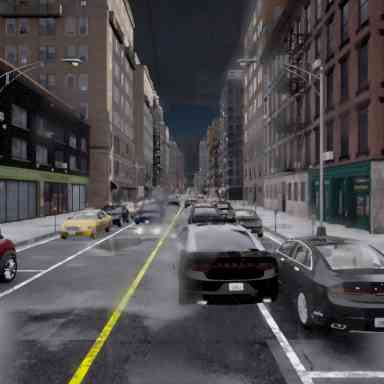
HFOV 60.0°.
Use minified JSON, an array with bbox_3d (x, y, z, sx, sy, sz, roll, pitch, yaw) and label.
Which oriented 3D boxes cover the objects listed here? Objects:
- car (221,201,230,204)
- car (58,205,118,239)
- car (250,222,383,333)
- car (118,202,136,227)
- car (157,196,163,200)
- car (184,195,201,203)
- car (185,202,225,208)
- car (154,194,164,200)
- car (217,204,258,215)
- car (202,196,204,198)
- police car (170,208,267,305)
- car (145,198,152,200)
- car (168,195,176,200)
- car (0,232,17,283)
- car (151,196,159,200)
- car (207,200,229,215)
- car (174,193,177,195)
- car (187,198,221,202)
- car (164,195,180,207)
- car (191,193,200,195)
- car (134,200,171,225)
[{"bbox_3d":[2.598,1.563,28.381,1.947,1.339,4.313,0,0,0],"label":"car"},{"bbox_3d":[-5.411,1.524,17.384,1.752,1.417,4.829,0,0,0],"label":"car"},{"bbox_3d":[2.629,1.550,6.731,2.008,1.369,4.403,0,0,0],"label":"car"},{"bbox_3d":[-5.419,1.564,22.966,1.947,1.339,4.313,0,0,0],"label":"car"},{"bbox_3d":[-5.450,1.541,44.618,2.008,1.369,4.403,0,0,0],"label":"car"},{"bbox_3d":[-0.045,1.494,45.736,1.837,1.490,4.892,0,0,1],"label":"car"},{"bbox_3d":[0.691,1.503,18.258,1.837,1.490,4.892,0,0,0],"label":"car"},{"bbox_3d":[-5.466,1.297,55.443,2.192,1.841,5.009,0,0,0],"label":"car"},{"bbox_3d":[2.614,1.549,17.556,2.008,1.369,4.403,0,0,0],"label":"car"},{"bbox_3d":[2.574,1.515,44.790,1.752,1.417,4.829,0,0,0],"label":"car"},{"bbox_3d":[0.512,1.424,8.289,1.930,1.638,5.238,0,0,-6],"label":"police car"},{"bbox_3d":[-5.435,1.578,33.792,1.802,1.307,4.206,0,0,0],"label":"car"},{"bbox_3d":[-5.520,1.477,92.644,1.752,1.417,4.829,0,0,0],"label":"car"},{"bbox_3d":[-5.396,1.440,6.728,1.967,1.590,4.097,0,0,0],"label":"car"},{"bbox_3d":[-5.443,1.544,39.205,2.008,1.369,4.403,0,0,0],"label":"car"},{"bbox_3d":[2.590,1.562,33.794,1.947,1.339,4.313,0,0,0],"label":"car"},{"bbox_3d":[-5.504,1.513,81.906,2.008,1.369,4.403,0,0,0],"label":"car"},{"bbox_3d":[0.792,1.476,24.257,1.882,1.535,5.008,0,0,0],"label":"car"},{"bbox_3d":[-2.820,1.586,50.948,1.895,1.301,4.718,0,0,0],"label":"car"},{"bbox_3d":[-0.084,1.457,58.800,1.882,1.535,5.008,0,0,0],"label":"car"},{"bbox_3d":[-2.885,1.545,24.079,2.033,1.411,5.357,0,0,0],"label":"car"}]
